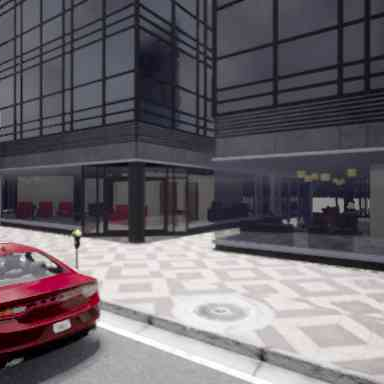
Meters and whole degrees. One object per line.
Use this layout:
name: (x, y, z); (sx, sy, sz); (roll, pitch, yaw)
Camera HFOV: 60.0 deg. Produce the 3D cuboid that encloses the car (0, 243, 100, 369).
car: (-3.421, 1.506, 5.407); (4.507, 1.381, 1.887); (0, 0, 36)
